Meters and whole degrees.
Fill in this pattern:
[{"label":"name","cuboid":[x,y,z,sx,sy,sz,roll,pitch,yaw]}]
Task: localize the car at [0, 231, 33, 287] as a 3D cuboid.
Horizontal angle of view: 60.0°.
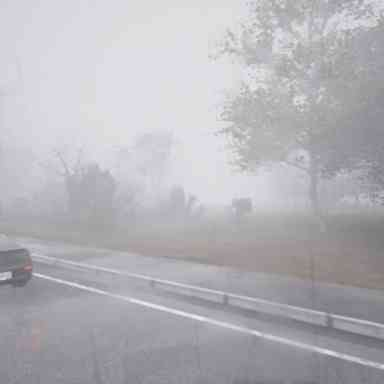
[{"label":"car","cuboid":[-5.662,1.527,8.035,4.674,1.442,1.812,0,0,36]}]
